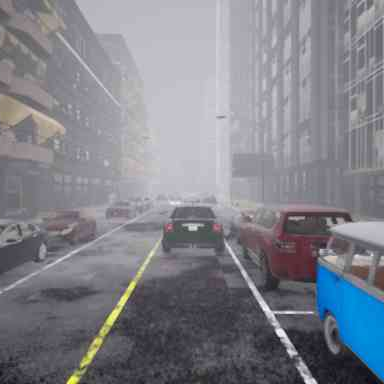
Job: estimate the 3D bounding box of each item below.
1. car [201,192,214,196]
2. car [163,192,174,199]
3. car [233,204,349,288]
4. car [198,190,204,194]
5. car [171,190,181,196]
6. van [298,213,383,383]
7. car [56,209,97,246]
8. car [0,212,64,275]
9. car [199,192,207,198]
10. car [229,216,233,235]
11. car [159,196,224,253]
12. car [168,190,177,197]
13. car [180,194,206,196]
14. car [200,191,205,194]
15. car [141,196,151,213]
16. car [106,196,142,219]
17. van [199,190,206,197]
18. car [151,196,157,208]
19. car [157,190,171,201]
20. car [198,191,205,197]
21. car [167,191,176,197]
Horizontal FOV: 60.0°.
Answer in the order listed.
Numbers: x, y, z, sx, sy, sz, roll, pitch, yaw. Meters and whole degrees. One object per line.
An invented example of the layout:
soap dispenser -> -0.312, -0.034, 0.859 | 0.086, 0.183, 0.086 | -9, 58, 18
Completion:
car -> 2.575, 1.044, 47.550 | 1.947, 1.339, 4.313 | 0, 1, 0
car -> -5.303, 0.761, 75.223 | 2.008, 1.369, 4.403 | 0, 1, 0
car -> 2.575, 1.212, 8.800 | 2.192, 1.841, 5.009 | 1, 1, 0
car -> 2.755, 0.750, 66.421 | 1.801, 1.575, 5.366 | 0, 1, 0
car -> -2.793, 0.857, 58.930 | 2.128, 1.511, 4.902 | 0, 1, 1
van -> 2.574, 1.302, 3.265 | 1.690, 1.788, 3.998 | 1, 1, 0
car -> -5.307, 1.416, 14.330 | 1.802, 1.307, 4.206 | 1, 1, 0
car -> -5.308, 1.448, 8.793 | 2.008, 1.369, 4.403 | 1, 1, 0
car -> 2.577, 0.684, 80.934 | 1.752, 1.417, 4.829 | 0, 0, 0
car -> 2.573, 1.416, 14.339 | 1.802, 1.307, 4.206 | 0, 1, 0
car -> 0.048, 1.200, 13.056 | 2.097, 1.767, 4.553 | 0, 1, 0
car -> -5.301, 0.379, 91.827 | 2.192, 1.841, 5.009 | 0, 0, 0
car -> 0.054, 1.198, 28.867 | 1.812, 1.442, 4.674 | 0, 1, 0
car -> 2.575, 0.947, 53.256 | 1.752, 1.417, 4.829 | 0, 1, 0
car -> -5.305, 1.091, 30.935 | 1.967, 1.590, 4.097 | 1, 1, 0
car -> -5.306, 1.255, 25.401 | 1.887, 1.381, 4.507 | 1, 1, 0
van -> 2.579, 0.452, 86.296 | 1.690, 1.788, 3.998 | 0, 0, 0
car -> -5.306, 1.136, 36.472 | 1.887, 1.381, 4.507 | 0, 1, 0
car -> -5.304, 0.809, 58.613 | 1.967, 1.590, 4.097 | 0, 1, 0
car -> 2.577, 0.588, 92.004 | 1.752, 1.417, 4.829 | 0, 0, 0
car -> -5.302, 0.551, 86.292 | 1.967, 1.590, 4.097 | 0, 1, 0
